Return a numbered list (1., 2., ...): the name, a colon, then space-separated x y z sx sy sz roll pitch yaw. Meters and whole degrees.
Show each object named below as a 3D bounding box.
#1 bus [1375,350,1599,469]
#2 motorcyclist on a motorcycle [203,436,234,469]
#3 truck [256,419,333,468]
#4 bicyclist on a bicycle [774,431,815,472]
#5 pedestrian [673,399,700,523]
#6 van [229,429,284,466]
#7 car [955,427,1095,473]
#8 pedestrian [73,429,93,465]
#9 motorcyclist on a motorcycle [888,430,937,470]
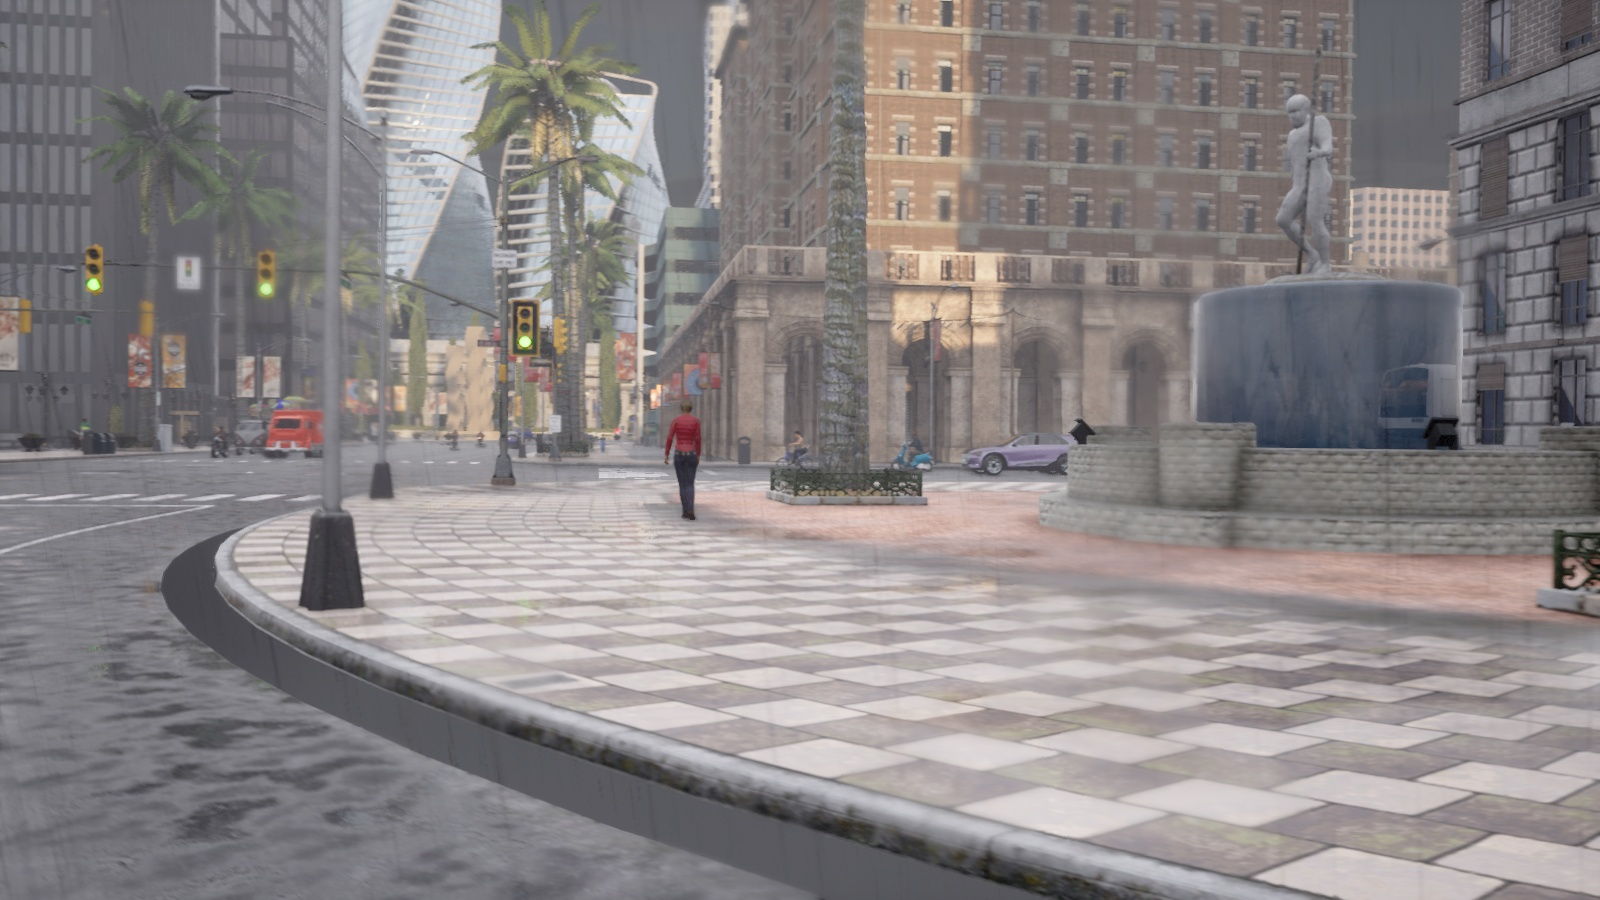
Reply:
1. bus: 27.649 -1.475 47.476 10.273 4.253 3.944 0 1 -9
2. motorcyclist on a motorcycle: -29.755 0.120 64.267 0.766 1.649 2.350 -1 1 -8
3. truck: -26.522 -0.368 66.151 2.627 2.467 5.204 -1 1 -9
4. bicyclist on a bicycle: -0.217 0.038 50.107 1.509 1.612 0.866 -1 1 -9
5. pedestrian: -1.732 0.161 19.151 0.331 1.846 0.636 -1 1 -10
6. van: -30.870 -0.159 71.479 1.775 1.987 4.442 -1 1 -9
7. car: 8.578 -0.016 48.037 4.856 1.649 2.033 -1 1 -9
8. pedestrian: -39.527 -0.155 69.231 0.659 1.952 0.873 -1 1 -9
9. motorcyclist on a motorcycle: 4.562 0.004 50.937 1.817 1.590 0.866 -1 1 -9
